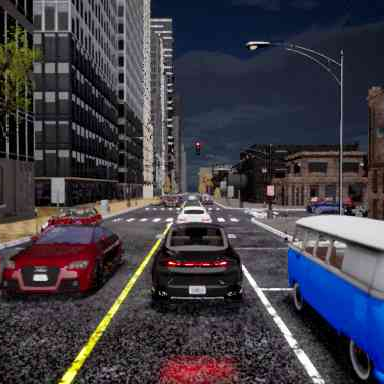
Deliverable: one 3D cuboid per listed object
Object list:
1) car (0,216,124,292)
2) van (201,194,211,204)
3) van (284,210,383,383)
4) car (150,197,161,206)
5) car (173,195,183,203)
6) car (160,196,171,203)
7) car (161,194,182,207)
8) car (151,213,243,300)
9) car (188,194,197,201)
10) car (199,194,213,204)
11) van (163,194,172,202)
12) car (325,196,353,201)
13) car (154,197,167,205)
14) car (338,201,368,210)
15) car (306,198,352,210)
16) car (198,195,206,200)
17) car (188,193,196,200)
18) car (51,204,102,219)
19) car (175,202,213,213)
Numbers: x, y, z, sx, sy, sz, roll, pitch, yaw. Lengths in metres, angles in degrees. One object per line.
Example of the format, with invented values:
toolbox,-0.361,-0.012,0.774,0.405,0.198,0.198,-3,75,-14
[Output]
car,-3.094,1.561,8.776,1.994,1.385,4.181,0,0,0
van,2.729,1.325,65.347,1.690,1.788,3.998,-1,0,0
van,2.679,1.340,5.083,1.690,1.788,3.998,-1,0,0
car,-5.795,1.512,53.951,1.752,1.417,4.829,-1,0,0
car,-2.942,1.461,70.111,1.882,1.535,5.008,0,0,0
car,-5.610,1.549,71.053,1.947,1.339,4.313,-1,0,0
car,-3.054,1.339,50.273,2.097,1.767,4.553,0,0,0
car,0.104,1.502,8.374,1.837,1.490,4.892,0,0,0
car,0.067,1.504,81.015,1.812,1.442,4.674,0,0,0
car,2.726,1.425,59.703,1.967,1.590,4.097,-1,0,0
van,-5.609,1.323,76.697,1.690,1.788,3.998,-1,0,0
car,16.559,1.411,39.403,5.009,1.841,2.192,1,0,1
car,-5.619,1.551,59.764,1.947,1.339,4.313,-1,0,0
car,16.443,1.793,31.026,4.313,1.339,1.947,1,0,1
car,14.846,1.684,36.842,4.181,1.385,1.994,1,1,1
car,2.756,1.531,93.568,2.008,1.369,4.403,-1,0,0
car,0.075,1.257,91.018,2.097,1.767,4.553,0,0,0
car,-5.690,1.435,16.173,1.967,1.590,4.097,-1,0,0
car,0.109,1.520,18.730,1.812,1.442,4.674,0,0,0
